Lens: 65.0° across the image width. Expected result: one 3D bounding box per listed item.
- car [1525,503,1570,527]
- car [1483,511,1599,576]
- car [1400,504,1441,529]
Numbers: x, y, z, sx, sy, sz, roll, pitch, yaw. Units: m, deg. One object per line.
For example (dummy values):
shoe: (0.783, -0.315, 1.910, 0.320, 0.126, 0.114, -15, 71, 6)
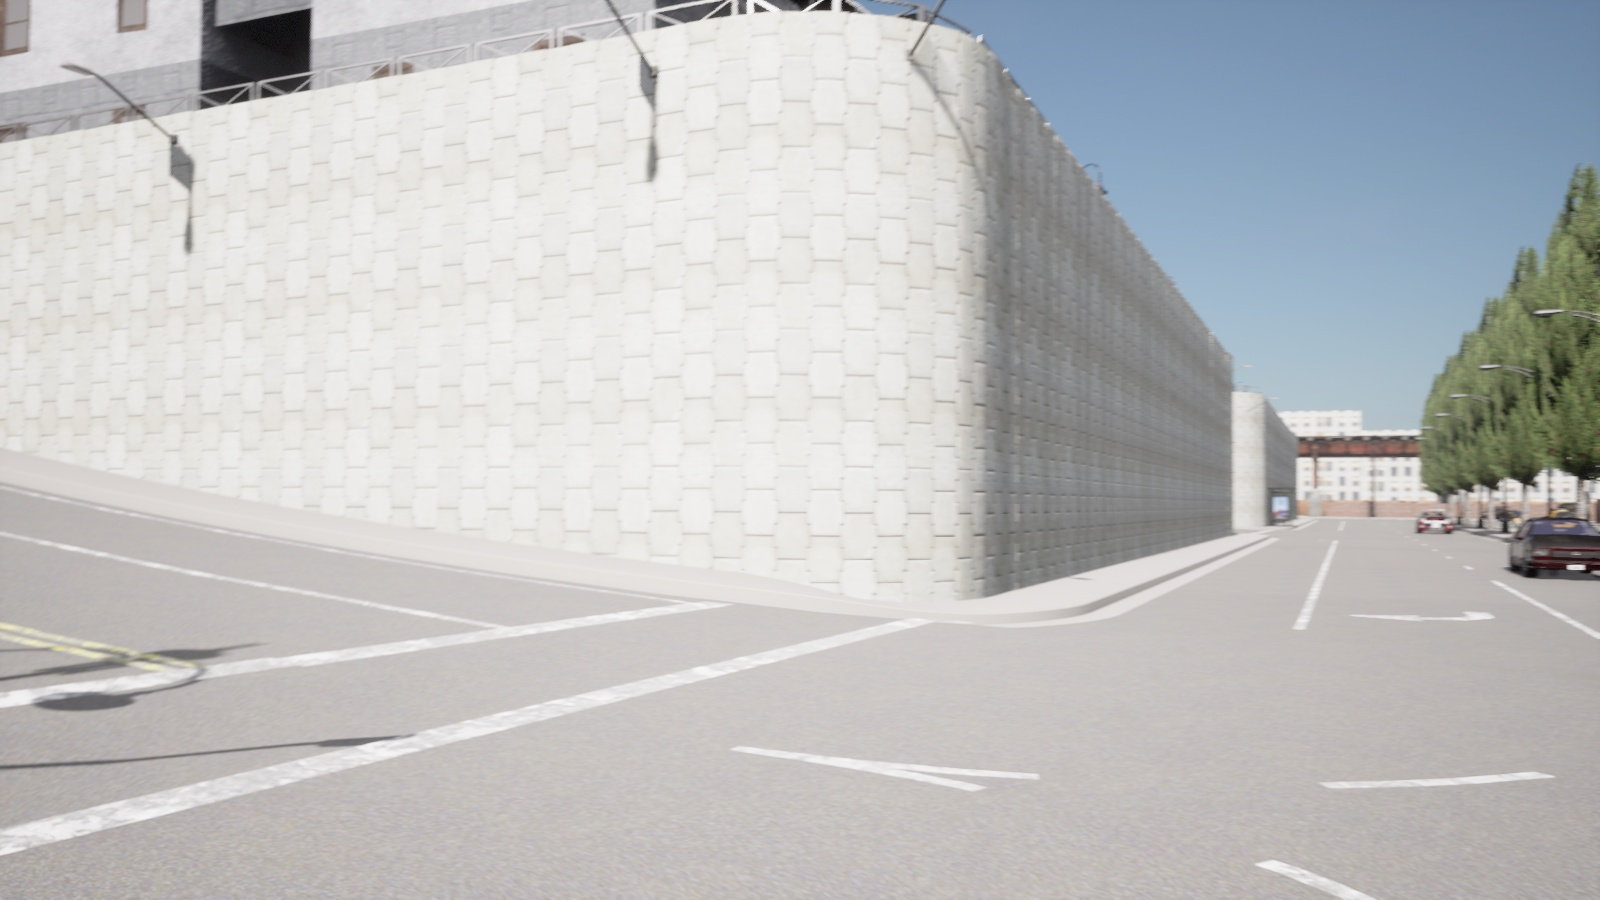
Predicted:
car: (48.911, 4.231, 82.267, 1.801, 1.575, 5.366, -1, -3, 23)
car: (18.166, 2.205, 30.731, 2.033, 1.411, 5.357, -1, -3, 23)
car: (37.662, 4.015, 76.306, 1.970, 1.475, 3.806, -1, -3, 23)
